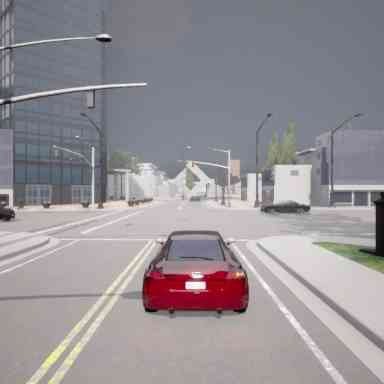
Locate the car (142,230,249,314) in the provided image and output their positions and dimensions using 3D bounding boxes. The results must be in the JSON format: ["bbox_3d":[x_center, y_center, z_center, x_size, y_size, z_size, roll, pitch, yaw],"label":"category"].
[{"bbox_3d":[0.075,1.564,7.685,1.994,1.385,4.181,0,0,0],"label":"car"}]

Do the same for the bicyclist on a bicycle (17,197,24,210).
[{"bbox_3d":[-21.975,1.466,42.578,0.582,1.620,1.656,-1,0,0],"label":"bicyclist on a bicycle"}]

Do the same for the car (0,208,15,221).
[{"bbox_3d":[-16.597,1.587,26.143,5.008,1.535,1.882,-1,0,0],"label":"car"}]

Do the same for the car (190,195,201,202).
[{"bbox_3d":[0.785,1.524,77.306,1.812,1.442,4.674,0,0,12],"label":"car"}]

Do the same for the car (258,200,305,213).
[{"bbox_3d":[9.936,1.600,37.038,4.718,1.301,1.895,0,0,0],"label":"car"}]

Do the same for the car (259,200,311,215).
[{"bbox_3d":[9.311,1.599,33.539,4.718,1.301,1.895,0,0,0],"label":"car"}]
